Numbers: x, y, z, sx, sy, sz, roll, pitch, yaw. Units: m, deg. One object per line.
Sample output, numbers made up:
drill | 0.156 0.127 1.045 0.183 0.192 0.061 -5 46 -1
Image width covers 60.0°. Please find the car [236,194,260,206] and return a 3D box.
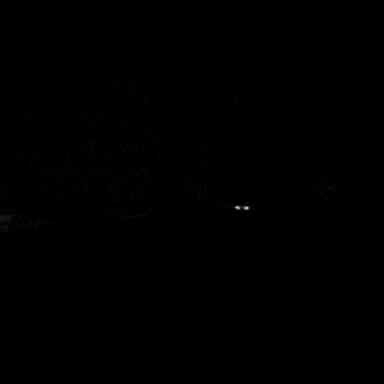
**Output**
car | 9.627 1.370 56.653 2.150 2.045 5.566 1 -1 35

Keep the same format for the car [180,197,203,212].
car | -0.666 1.291 36.166 1.837 1.490 4.892 1 0 35
